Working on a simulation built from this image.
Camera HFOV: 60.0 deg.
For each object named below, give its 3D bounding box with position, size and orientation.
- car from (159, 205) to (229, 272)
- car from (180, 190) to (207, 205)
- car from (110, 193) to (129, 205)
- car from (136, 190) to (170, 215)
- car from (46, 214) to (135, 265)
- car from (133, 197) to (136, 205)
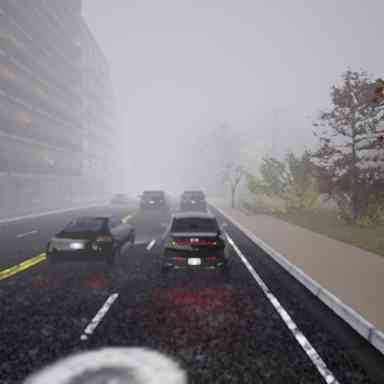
[{"bbox_3d":[0.073,1.377,10.368,1.837,1.490,4.892,0,1,0],"label":"car"},{"bbox_3d":[0.106,0.871,28.962,2.150,2.045,5.566,0,1,0],"label":"car"},{"bbox_3d":[-9.898,0.933,45.561,1.882,1.535,5.008,0,1,-1],"label":"car"},{"bbox_3d":[-3.144,0.871,28.925,2.150,2.045,5.566,0,1,0],"label":"car"},{"bbox_3d":[-3.174,1.426,11.176,1.994,1.385,4.181,0,1,0],"label":"car"},{"bbox_3d":[-6.640,0.993,44.463,1.812,1.442,4.674,0,0,-1],"label":"car"}]
